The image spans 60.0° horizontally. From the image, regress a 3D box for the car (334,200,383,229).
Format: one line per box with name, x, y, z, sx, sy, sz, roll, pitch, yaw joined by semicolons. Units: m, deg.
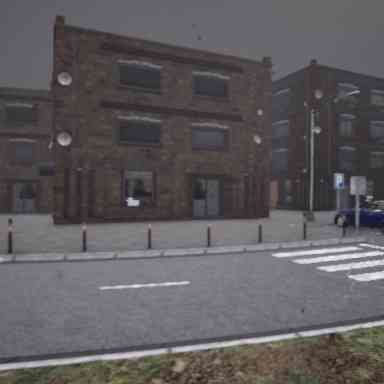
car;10.382;1.250;18.854;2.185;1.767;4.553;0;0;-24
